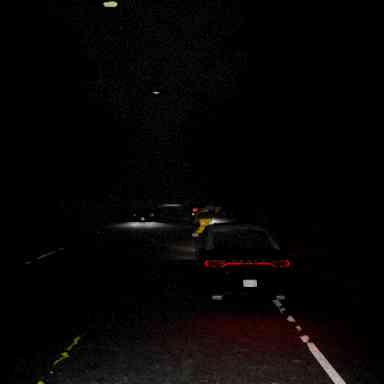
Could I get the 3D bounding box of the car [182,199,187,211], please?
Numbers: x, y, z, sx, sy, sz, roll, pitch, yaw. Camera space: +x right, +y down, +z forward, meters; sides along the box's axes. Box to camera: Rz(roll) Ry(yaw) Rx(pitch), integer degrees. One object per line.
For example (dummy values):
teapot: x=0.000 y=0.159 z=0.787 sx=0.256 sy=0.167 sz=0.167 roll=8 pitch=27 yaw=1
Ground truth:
car: x=-0.308 y=1.780 z=45.340 sx=2.128 sy=1.511 sz=4.902 roll=0 pitch=-1 yaw=0

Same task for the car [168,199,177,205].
car: x=-4.472 y=2.260 z=75.698 sx=1.895 sy=1.301 sz=4.718 roll=0 pitch=-1 yaw=-1

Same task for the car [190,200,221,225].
car: x=0.978 y=1.517 z=18.672 sx=1.801 sy=1.575 sz=5.366 roll=-1 pitch=0 yaw=0

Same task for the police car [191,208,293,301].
police car: x=1.040 y=1.448 z=8.578 sx=1.930 sy=1.638 sz=5.238 roll=0 pitch=0 yaw=0

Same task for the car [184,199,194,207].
car: x=-0.579 y=1.964 z=59.425 sx=1.812 sy=1.442 sz=4.674 roll=0 pitch=-1 yaw=-1

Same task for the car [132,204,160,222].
car: x=-3.733 y=1.685 z=27.802 sx=2.033 sy=1.411 sz=5.357 roll=0 pitch=0 yaw=-1

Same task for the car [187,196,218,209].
car: x=0.925 y=1.316 z=24.526 sx=2.150 sy=2.045 sz=5.566 roll=-1 pitch=0 yaw=-1
